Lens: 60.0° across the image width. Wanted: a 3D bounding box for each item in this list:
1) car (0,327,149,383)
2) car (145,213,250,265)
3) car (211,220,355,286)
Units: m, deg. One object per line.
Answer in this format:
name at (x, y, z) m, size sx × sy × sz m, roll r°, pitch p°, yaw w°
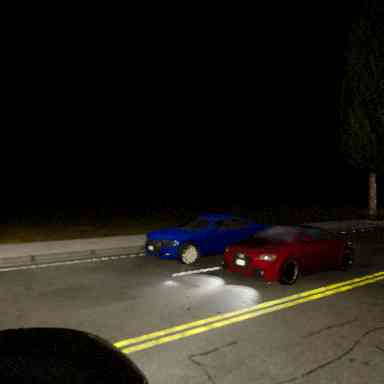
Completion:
car at (-2.505, 1.491, 1.654) m, size 4.892 × 1.490 × 1.837 m, roll 1°, pitch -1°, yaw -35°
car at (0.712, 1.555, 12.169) m, size 5.008 × 1.535 × 1.882 m, roll 1°, pitch 0°, yaw -35°
car at (2.880, 1.645, 9.722) m, size 4.181 × 1.385 × 1.994 m, roll 1°, pitch 0°, yaw -35°
